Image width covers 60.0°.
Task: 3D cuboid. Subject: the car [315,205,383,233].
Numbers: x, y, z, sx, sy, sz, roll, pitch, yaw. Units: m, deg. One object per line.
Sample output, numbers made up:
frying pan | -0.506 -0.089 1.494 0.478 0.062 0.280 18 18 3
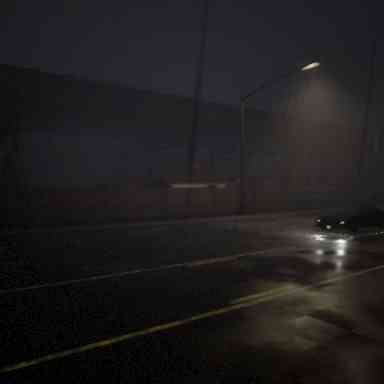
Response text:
car | 9.459 1.456 19.264 5.357 1.411 2.033 -1 0 -35
